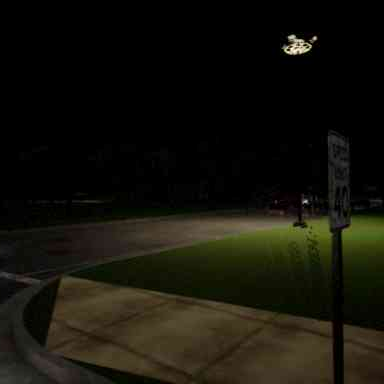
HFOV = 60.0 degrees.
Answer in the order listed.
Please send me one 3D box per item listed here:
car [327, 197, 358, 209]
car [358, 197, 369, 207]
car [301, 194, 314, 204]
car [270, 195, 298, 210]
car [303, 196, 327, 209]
[{"bbox_3d":[20.517,1.652,45.131,2.033,1.411,5.357,-1,0,38],"label":"car"},{"bbox_3d":[27.586,1.574,54.325,1.882,1.535,5.008,-1,-1,38],"label":"car"},{"bbox_3d":[19.334,1.411,55.237,2.150,2.045,5.566,-1,-1,38],"label":"car"},{"bbox_3d":[12.922,1.418,46.804,2.150,2.045,5.566,-1,-1,38],"label":"car"},{"bbox_3d":[17.909,1.674,47.461,1.812,1.442,4.674,-1,0,38],"label":"car"}]
